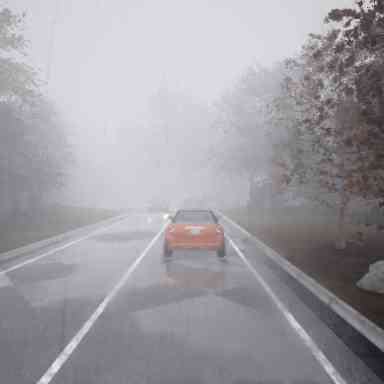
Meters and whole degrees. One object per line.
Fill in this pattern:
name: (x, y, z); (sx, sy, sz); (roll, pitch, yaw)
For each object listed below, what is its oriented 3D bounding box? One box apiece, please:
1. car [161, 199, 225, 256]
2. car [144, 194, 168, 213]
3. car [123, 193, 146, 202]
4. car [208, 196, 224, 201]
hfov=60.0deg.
car: (0.100, 1.343, 13.240); (2.097, 1.767, 4.553); (0, 0, 0)
car: (-3.507, 1.325, 35.661); (2.097, 1.767, 4.553); (0, 0, 0)
car: (-12.044, 1.174, 70.971); (5.566, 2.045, 2.150); (0, 0, -43)
car: (4.578, 1.542, 73.825); (4.718, 1.301, 1.895); (0, 0, 22)
